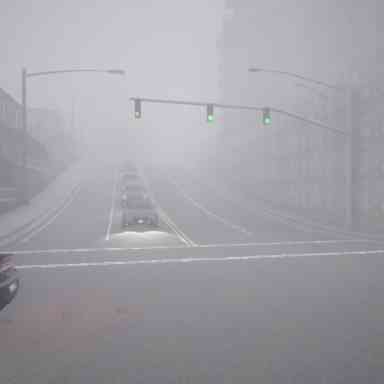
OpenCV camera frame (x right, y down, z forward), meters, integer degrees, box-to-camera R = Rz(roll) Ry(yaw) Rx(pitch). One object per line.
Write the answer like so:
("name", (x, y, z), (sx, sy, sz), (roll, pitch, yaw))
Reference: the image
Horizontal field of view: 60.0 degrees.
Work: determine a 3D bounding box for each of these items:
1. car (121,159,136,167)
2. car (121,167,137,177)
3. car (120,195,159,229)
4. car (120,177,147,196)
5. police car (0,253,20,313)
("car", (-9.165, -3.883, 47.668), (1.882, 1.535, 5.008), (0, 13, -12))
("car", (-6.815, -1.367, 36.630), (2.033, 1.411, 5.357), (0, 12, -12))
("car", (-3.090, 1.222, 19.417), (1.994, 1.385, 4.181), (0, 4, -12))
("car", (-4.822, 0.124, 27.426), (2.097, 1.767, 4.553), (0, 8, -13))
("police car", (-5.602, 1.424, 5.167), (5.238, 1.638, 1.930), (0, 0, -12))
